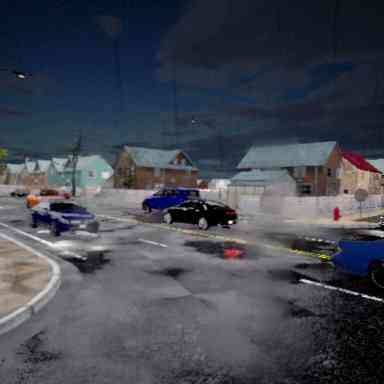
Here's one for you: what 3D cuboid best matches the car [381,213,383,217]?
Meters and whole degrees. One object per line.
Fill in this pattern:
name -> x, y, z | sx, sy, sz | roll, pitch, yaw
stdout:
car -> 13.017, 1.431, 20.038 | 4.892, 1.490, 1.837 | 0, 1, -41

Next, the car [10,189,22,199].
car -> -22.622, 0.215, 43.979 | 1.895, 1.301, 4.718 | 1, 1, -42

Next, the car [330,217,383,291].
car -> 5.763, 1.535, 6.845 | 2.033, 1.411, 5.357 | 0, 2, -42

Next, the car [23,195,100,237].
car -> -5.932, 1.047, 15.135 | 1.812, 1.442, 4.674 | 1, 1, -42

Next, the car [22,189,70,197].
car -> -11.334, 0.551, 26.092 | 2.097, 1.767, 4.553 | 1, 1, -42

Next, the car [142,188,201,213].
car -> -1.556, 0.708, 25.178 | 2.150, 2.045, 5.566 | 1, 1, -42

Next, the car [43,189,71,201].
car -> -17.632, 0.362, 43.257 | 1.895, 1.301, 4.718 | 1, 1, -42

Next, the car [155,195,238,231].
car -> 0.304, 1.154, 18.190 | 1.837, 1.490, 4.892 | 1, 1, -42
